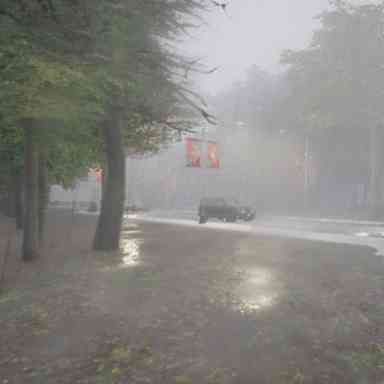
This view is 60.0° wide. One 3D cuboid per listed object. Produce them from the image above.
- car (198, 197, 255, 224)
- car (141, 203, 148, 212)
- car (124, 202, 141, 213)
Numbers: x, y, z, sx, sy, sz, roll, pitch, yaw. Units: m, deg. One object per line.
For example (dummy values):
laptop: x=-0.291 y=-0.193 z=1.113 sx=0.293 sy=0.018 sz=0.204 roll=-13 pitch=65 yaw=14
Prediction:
car: x=2.782 y=1.472 z=27.932 sx=2.150 sy=2.045 sz=5.566 roll=1 pitch=-1 yaw=-35
car: x=-8.169 y=2.216 z=49.268 sx=1.994 sy=1.385 sz=4.181 roll=1 pitch=-1 yaw=-35
car: x=-9.222 y=2.160 z=45.024 sx=1.895 sy=1.301 sz=4.718 roll=1 pitch=-1 yaw=-35
